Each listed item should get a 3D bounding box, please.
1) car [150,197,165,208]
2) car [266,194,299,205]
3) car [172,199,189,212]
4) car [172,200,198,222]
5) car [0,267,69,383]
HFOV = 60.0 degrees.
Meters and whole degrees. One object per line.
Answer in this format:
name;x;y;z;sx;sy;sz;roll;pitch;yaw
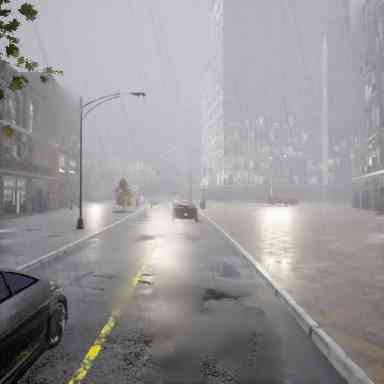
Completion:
car;-4.668;1.348;45.039;2.033;1.411;5.357;0;0;-5
car;13.957;1.201;51.535;5.009;1.841;2.192;0;-1;15
car;-1.490;1.607;40.679;1.895;1.301;4.718;0;0;-4
car;-0.585;1.482;26.697;1.882;1.535;5.008;0;0;-3
car;-2.887;1.564;3.457;1.994;1.385;4.181;0;0;0
